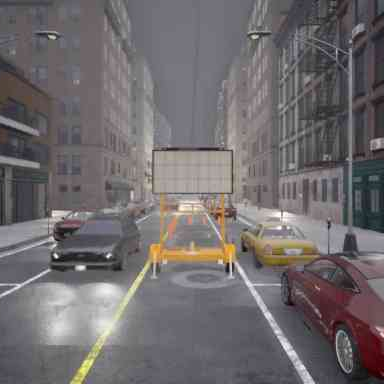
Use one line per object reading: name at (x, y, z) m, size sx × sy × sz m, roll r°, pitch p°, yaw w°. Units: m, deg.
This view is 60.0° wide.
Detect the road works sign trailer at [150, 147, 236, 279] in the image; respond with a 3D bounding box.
road works sign trailer at (0.021, 0.464, 10.058) m, size 2.380 × 3.560 × 2.880 m, roll 0°, pitch 0°, yaw 0°

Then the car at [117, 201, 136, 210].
car at (-5.342, 1.549, 22.246) m, size 2.008 × 1.369 × 4.403 m, roll 0°, pitch 0°, yaw 0°

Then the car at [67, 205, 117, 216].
car at (-5.354, 1.543, 16.564) m, size 1.887 × 1.381 × 4.507 m, roll 0°, pitch 0°, yaw 0°

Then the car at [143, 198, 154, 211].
car at (-5.319, 1.562, 33.611) m, size 1.947 × 1.339 × 4.313 m, roll 0°, pitch 0°, yaw 0°

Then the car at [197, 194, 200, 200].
car at (2.860, 1.301, 77.698) m, size 2.192 × 1.841 × 5.009 m, roll 0°, pitch 0°, yaw 0°

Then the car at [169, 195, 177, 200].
car at (-5.221, 1.532, 94.224) m, size 2.008 × 1.369 × 4.403 m, roll 0°, pitch 0°, yaw 0°

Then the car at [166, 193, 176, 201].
car at (-5.248, 1.299, 83.217) m, size 2.192 × 1.841 × 5.009 m, roll 0°, pitch 0°, yaw 0°

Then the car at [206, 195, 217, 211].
car at (2.706, 1.436, 33.595) m, size 1.967 × 1.590 × 4.097 m, roll 0°, pitch 0°, yaw 0°

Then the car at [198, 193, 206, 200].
car at (2.880, 1.296, 94.209) m, size 2.192 × 1.841 × 5.009 m, roll 0°, pitch 0°, yaw 0°

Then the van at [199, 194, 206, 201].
van at (2.874, 1.324, 88.705) m, size 1.690 × 1.788 × 3.998 m, roll 0°, pitch 0°, yaw 0°

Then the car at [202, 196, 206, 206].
car at (2.729, 1.545, 44.960) m, size 2.008 × 1.369 × 4.403 m, roll 0°, pitch 0°, yaw 0°

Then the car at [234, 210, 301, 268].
car at (2.660, 1.525, 11.036) m, size 1.752 × 1.417 × 4.829 m, roll 0°, pitch 0°, yaw 0°

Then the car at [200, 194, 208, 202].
car at (2.741, 1.308, 50.642) m, size 2.192 × 1.841 × 5.009 m, roll 0°, pitch 0°, yaw 0°

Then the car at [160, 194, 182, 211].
car at (-2.669, 1.347, 39.696) m, size 2.097 × 1.767 × 4.553 m, roll 0°, pitch 0°, yaw 0°

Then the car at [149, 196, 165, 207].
car at (-5.284, 1.433, 50.658) m, size 1.967 × 1.590 × 4.097 m, roll 0°, pitch 0°, yaw 0°

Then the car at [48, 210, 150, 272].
car at (-2.827, 1.546, 11.113) m, size 2.033 × 1.411 × 5.357 m, roll 0°, pitch 0°, yaw 0°

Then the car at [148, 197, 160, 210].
car at (-5.307, 1.435, 39.293) m, size 1.967 × 1.590 × 4.097 m, roll 0°, pitch 0°, yaw 0°

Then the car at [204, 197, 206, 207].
car at (2.718, 1.540, 39.277) m, size 1.887 × 1.381 × 4.507 m, roll 0°, pitch 0°, yaw 0°

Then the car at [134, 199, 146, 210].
car at (-5.331, 1.542, 27.929) m, size 1.887 × 1.381 × 4.507 m, roll 0°, pitch 0°, yaw 0°

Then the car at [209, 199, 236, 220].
car at (2.694, 1.542, 27.913) m, size 1.887 × 1.381 × 4.507 m, roll 0°, pitch 0°, yaw 0°

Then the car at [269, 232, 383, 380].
car at (2.648, 1.582, 5.183) m, size 1.802 × 1.307 × 4.206 m, roll 0°, pitch 0°, yaw 0°
